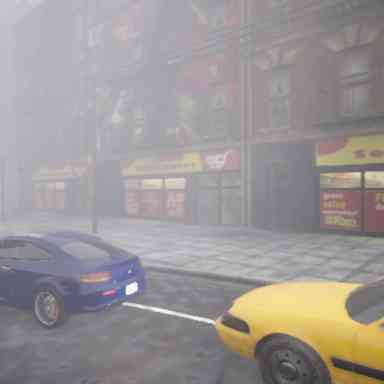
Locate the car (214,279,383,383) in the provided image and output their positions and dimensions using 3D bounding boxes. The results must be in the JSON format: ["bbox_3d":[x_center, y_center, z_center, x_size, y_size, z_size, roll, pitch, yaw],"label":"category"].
[{"bbox_3d":[2.785,1.419,3.239,5.366,1.575,1.801,0,0,35],"label":"car"}]

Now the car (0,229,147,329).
[{"bbox_3d":[-3.108,1.493,6.720,4.674,1.442,1.812,0,0,26],"label":"car"}]
